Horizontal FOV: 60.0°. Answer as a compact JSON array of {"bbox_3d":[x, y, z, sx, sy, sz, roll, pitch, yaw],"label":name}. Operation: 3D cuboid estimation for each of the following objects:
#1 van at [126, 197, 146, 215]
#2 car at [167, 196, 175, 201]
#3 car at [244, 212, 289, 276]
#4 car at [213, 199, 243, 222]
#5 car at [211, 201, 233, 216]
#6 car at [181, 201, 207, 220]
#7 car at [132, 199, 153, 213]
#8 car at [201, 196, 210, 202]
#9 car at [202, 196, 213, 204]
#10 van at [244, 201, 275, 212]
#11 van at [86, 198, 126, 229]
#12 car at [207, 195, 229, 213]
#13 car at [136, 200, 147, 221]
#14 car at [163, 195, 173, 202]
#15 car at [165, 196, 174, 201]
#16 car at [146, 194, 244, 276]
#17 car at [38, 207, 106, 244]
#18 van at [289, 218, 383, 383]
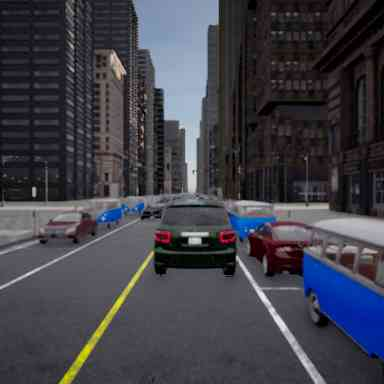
[{"bbox_3d":[-5.656,1.350,32.889,1.690,1.788,3.998,0,0,0],"label":"van"},{"bbox_3d":[-5.467,1.625,88.103,1.802,1.307,4.206,0,0,0],"label":"car"},{"bbox_3d":[2.791,1.546,10.160,1.887,1.381,4.507,0,0,0],"label":"car"},{"bbox_3d":[2.849,1.447,27.192,1.967,1.590,4.097,0,0,0],"label":"car"},{"bbox_3d":[2.869,1.591,32.870,1.802,1.307,4.206,0,0,0],"label":"car"},{"bbox_3d":[0.178,1.555,29.086,2.033,1.411,5.357,0,0,0],"label":"car"},{"bbox_3d":[-5.637,1.537,38.396,1.752,1.417,4.829,0,0,0],"label":"car"},{"bbox_3d":[3.019,1.585,76.802,2.008,1.369,4.403,0,0,0],"label":"car"},{"bbox_3d":[2.981,1.577,65.520,2.008,1.369,4.403,0,0,0],"label":"car"},{"bbox_3d":[2.810,1.344,15.837,1.690,1.788,3.998,0,0,0],"label":"van"},{"bbox_3d":[-5.695,1.346,21.534,1.690,1.788,3.998,0,0,0],"label":"van"},{"bbox_3d":[2.888,1.326,38.547,2.192,1.841,5.009,0,0,0],"label":"car"},{"bbox_3d":[-3.006,1.608,27.137,1.895,1.301,4.718,0,0,0],"label":"car"},{"bbox_3d":[-5.506,1.474,76.822,1.967,1.590,4.097,0,0,0],"label":"car"},{"bbox_3d":[-5.487,1.605,82.463,1.947,1.339,4.313,0,0,0],"label":"car"},{"bbox_3d":[0.095,1.226,10.530,2.150,2.045,5.566,0,0,1],"label":"car"},{"bbox_3d":[-5.714,1.585,15.857,1.802,1.307,4.206,0,0,0],"label":"car"},{"bbox_3d":[2.771,1.342,4.483,1.690,1.788,3.998,0,0,0],"label":"van"}]
